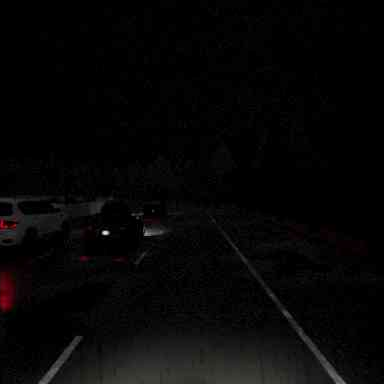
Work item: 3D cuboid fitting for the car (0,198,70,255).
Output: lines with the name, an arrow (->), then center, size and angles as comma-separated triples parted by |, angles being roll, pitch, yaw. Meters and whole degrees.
car -> -6.902, 1.240, 13.609 | 2.150, 2.045, 5.566 | 0, 0, 0

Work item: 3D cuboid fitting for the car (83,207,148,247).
car -> -3.403, 1.585, 15.091 | 1.994, 1.385, 4.181 | 0, 0, 0

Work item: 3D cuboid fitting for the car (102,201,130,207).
car -> -6.913, 1.546, 30.192 | 1.837, 1.490, 4.892 | 0, 0, 0

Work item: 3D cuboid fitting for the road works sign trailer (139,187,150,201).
road works sign trailer -> -12.106, 0.579, 83.230 | 2.380, 3.560, 2.880 | 0, 0, -30

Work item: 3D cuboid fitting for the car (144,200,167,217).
car -> -3.431, 1.521, 31.641 | 1.882, 1.535, 5.008 | 0, 0, -1

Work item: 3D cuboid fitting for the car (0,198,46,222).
car -> -14.140, 1.390, 27.529 | 2.097, 1.767, 4.553 | 0, 0, 0
